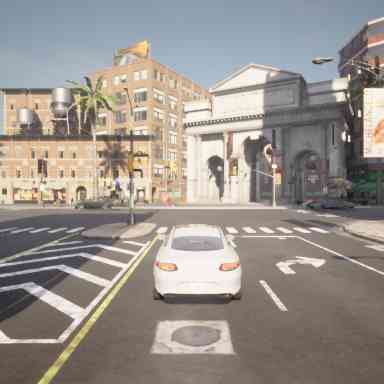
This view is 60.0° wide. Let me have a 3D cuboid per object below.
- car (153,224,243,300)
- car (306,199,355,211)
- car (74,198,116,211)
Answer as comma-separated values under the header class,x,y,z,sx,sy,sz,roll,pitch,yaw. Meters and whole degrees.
class,x,y,z,sx,sy,sz,roll,pitch,yaw
car,0.108,1.526,8.276,1.812,1.442,4.674,0,0,0
car,16.781,1.547,40.417,5.357,1.411,2.033,0,0,1
car,-11.816,1.491,40.698,4.902,1.511,2.128,0,0,1
